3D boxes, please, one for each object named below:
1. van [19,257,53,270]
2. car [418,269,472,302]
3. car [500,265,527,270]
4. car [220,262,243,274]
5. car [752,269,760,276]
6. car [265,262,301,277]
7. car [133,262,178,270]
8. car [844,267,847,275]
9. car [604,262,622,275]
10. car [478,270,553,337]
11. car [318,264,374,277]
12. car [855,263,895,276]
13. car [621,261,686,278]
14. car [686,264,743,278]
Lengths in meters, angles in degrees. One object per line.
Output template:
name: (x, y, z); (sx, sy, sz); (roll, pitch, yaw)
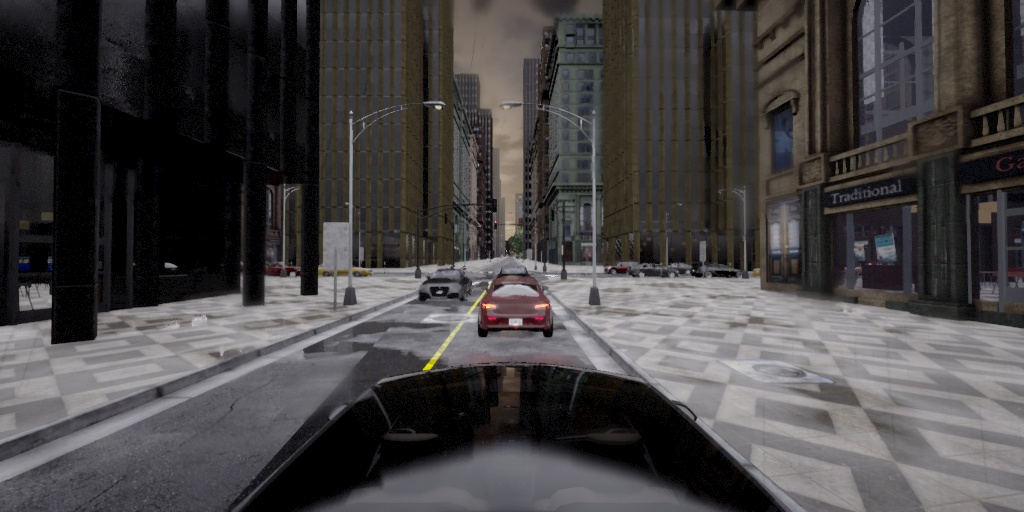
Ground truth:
van: (-41.274, 0.954, 31.188); (3.998, 1.789, 1.690); (0, 0, 0)
car: (-3.003, 1.318, 16.828); (1.994, 1.385, 4.181); (0, 0, 0)
car: (0.092, 1.246, 19.394); (2.128, 1.511, 4.902); (0, 0, 0)
car: (-30.973, 1.303, 39.751); (4.507, 1.381, 1.888); (0, 0, 0)
car: (23.823, 1.313, 31.431); (4.829, 1.417, 1.751); (0, 0, 0)
car: (-20.073, 1.194, 31.268); (4.507, 1.381, 1.888); (0, 0, 0)
car: (-30.673, 1.194, 31.228); (4.313, 1.339, 1.948); (0, 0, 0)
car: (34.989, 1.559, 39.997); (4.207, 1.307, 1.802); (0, 0, 0)
car: (12.315, 1.311, 39.913); (4.097, 1.591, 1.967); (0, 0, 0)
car: (0.088, 1.278, 10.141); (1.812, 1.442, 4.674); (0, 0, 0)
car: (-14.603, 1.186, 31.288); (4.829, 1.417, 1.751); (0, 0, 0)
car: (40.656, 1.453, 40.018); (4.097, 1.591, 1.967); (0, 0, 0)
car: (12.317, 1.292, 31.389); (4.403, 1.370, 2.007); (0, 0, 0)
car: (17.986, 1.328, 31.410); (4.313, 1.339, 1.948); (0, 0, 0)
